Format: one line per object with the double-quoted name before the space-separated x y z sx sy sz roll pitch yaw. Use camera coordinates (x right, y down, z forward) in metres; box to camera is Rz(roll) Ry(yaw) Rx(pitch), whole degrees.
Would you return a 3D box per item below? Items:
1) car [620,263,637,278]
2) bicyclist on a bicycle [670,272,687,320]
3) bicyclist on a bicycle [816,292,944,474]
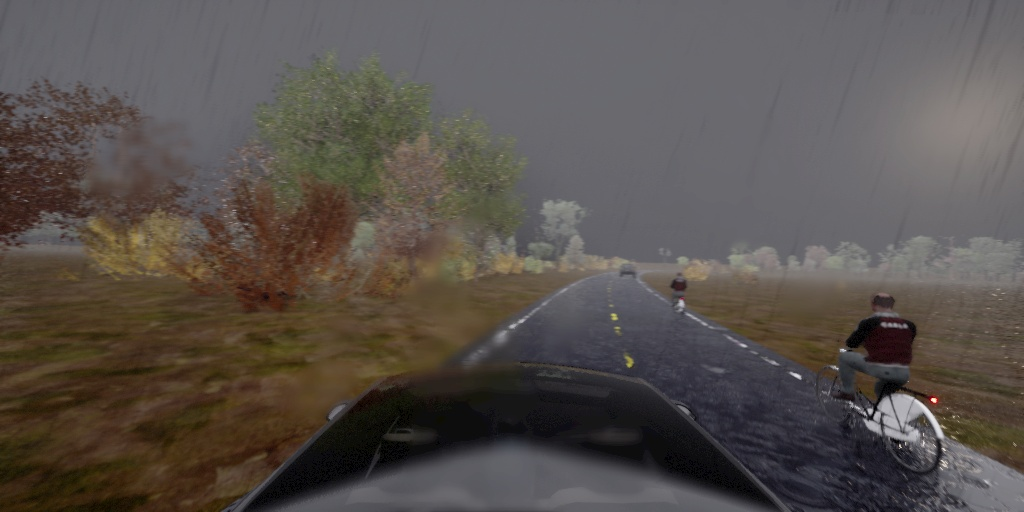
"car" 17.629 2.159 54.537 2.150 2.045 5.566 2 0 19
"bicyclist on a bicycle" 6.323 1.471 13.696 0.659 1.776 1.843 2 0 14
"bicyclist on a bicycle" 4.138 1.296 4.193 0.659 1.776 1.843 2 0 12
